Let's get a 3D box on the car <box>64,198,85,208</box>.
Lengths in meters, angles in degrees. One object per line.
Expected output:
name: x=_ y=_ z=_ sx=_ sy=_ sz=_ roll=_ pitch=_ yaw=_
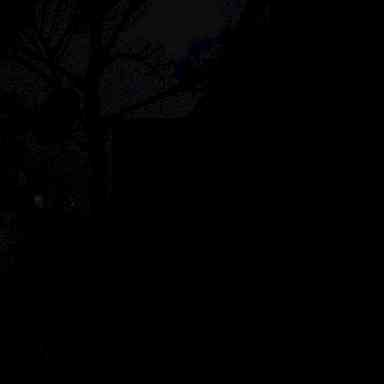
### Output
car: x=-18.577 y=1.726 z=53.494 sx=1.882 sy=1.535 sz=5.008 roll=1 pitch=-1 yaw=12
